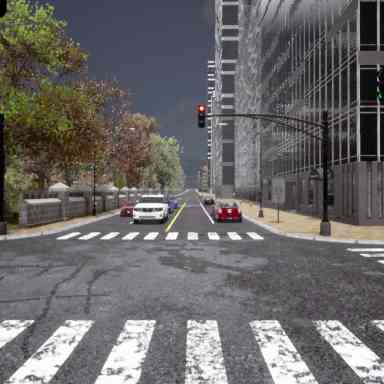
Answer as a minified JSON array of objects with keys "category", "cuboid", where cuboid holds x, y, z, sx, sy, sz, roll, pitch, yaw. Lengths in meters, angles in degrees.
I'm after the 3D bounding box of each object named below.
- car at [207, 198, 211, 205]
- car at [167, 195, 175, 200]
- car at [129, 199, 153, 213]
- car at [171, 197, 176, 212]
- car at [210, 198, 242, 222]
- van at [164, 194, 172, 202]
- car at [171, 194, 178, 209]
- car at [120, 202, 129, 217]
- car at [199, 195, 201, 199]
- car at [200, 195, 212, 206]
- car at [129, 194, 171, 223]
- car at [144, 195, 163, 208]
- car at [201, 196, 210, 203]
[{"category":"car","cuboid":[2.757,1.568,31.722,1.947,1.339,4.313,0,0,0]},{"category":"car","cuboid":[-5.504,1.531,88.569,1.802,1.307,4.206,0,0,0]},{"category":"car","cuboid":[-5.612,1.553,37.420,2.008,1.369,4.403,0,0,0]},{"category":"car","cuboid":[-3.024,1.528,35.675,1.812,1.442,4.674,0,0,0]},{"category":"car","cuboid":[2.746,1.442,26.042,1.967,1.590,4.097,0,0,0]},{"category":"van","cuboid":[-5.527,1.313,77.202,1.690,1.788,3.998,0,0,0]},{"category":"car","cuboid":[-2.994,1.354,45.885,2.097,1.767,4.553,0,0,0]},{"category":"car","cuboid":[-5.624,1.547,31.737,1.887,1.381,4.507,0,0,0]},{"category":"car","cuboid":[2.817,1.434,60.128,1.967,1.590,4.097,0,0,0]},{"category":"car","cuboid":[2.805,1.564,54.447,1.947,1.339,4.313,0,0,0]},{"category":"car","cuboid":[-3.050,1.223,25.521,2.150,2.045,5.566,0,0,0]},{"category":"car","cuboid":[-5.587,1.316,48.786,2.192,1.841,5.009,0,0,0]},{"category":"car","cuboid":[2.841,1.506,71.664,1.752,1.417,4.829,0,0,0]}]
